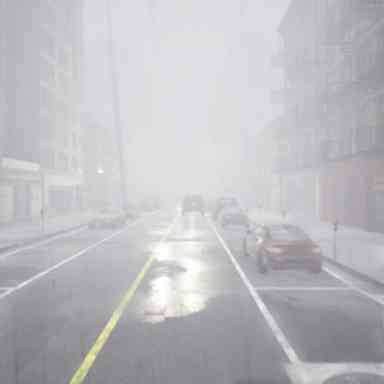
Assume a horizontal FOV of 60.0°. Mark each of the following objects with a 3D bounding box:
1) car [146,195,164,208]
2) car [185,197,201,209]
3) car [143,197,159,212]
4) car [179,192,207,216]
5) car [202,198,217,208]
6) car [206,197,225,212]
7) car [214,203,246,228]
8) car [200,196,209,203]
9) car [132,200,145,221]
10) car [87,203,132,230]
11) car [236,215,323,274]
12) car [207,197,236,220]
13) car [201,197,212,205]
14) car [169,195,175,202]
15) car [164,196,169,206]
[{"bbox_3d":[-5.386,1.327,44.393,2.192,1.841,5.009,0,0,0],"label":"car"},{"bbox_3d":[0.102,1.504,46.689,2.128,1.511,4.902,0,0,0],"label":"car"},{"bbox_3d":[-5.386,1.578,38.712,1.947,1.339,4.313,0,0,0],"label":"car"},{"bbox_3d":[0.104,1.235,32.816,2.150,2.045,5.566,0,0,0],"label":"car"},{"bbox_3d":[2.639,1.563,50.079,2.008,1.369,4.403,0,0,0],"label":"car"},{"bbox_3d":[2.639,1.452,38.716,1.967,1.590,4.097,0,0,0],"label":"car"},{"bbox_3d":[2.639,1.594,21.672,1.802,1.307,4.206,0,0,0],"label":"car"},{"bbox_3d":[2.639,1.536,72.974,1.752,1.417,4.829,0,0,0],"label":"car"},{"bbox_3d":[-5.386,1.578,27.348,1.947,1.339,4.313,0,0,0],"label":"car"},{"bbox_3d":[-5.387,1.537,21.496,1.752,1.417,4.829,0,0,0],"label":"car"},{"bbox_3d":[2.638,1.589,10.309,1.802,1.307,4.206,0,0,0],"label":"car"},{"bbox_3d":[2.639,1.327,27.354,2.192,1.841,5.009,0,0,0],"label":"car"},{"bbox_3d":[2.639,1.578,61.441,1.947,1.339,4.313,0,0,0],"label":"car"},{"bbox_3d":[-5.386,1.593,72.802,1.802,1.307,4.206,0,0,0],"label":"car"},{"bbox_3d":[-5.386,1.452,55.757,1.967,1.590,4.097,0,0,0],"label":"car"}]
